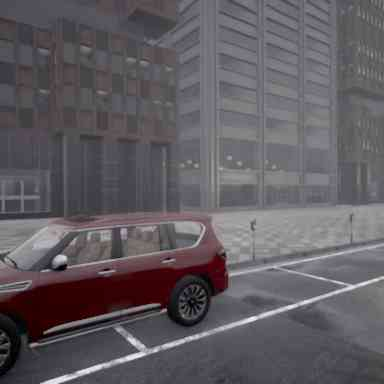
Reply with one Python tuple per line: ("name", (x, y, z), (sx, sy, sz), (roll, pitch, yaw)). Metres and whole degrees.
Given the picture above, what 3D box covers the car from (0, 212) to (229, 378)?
("car", (-1.635, 1.313, 5.488), (5.009, 1.841, 2.192), (0, 0, -36))
